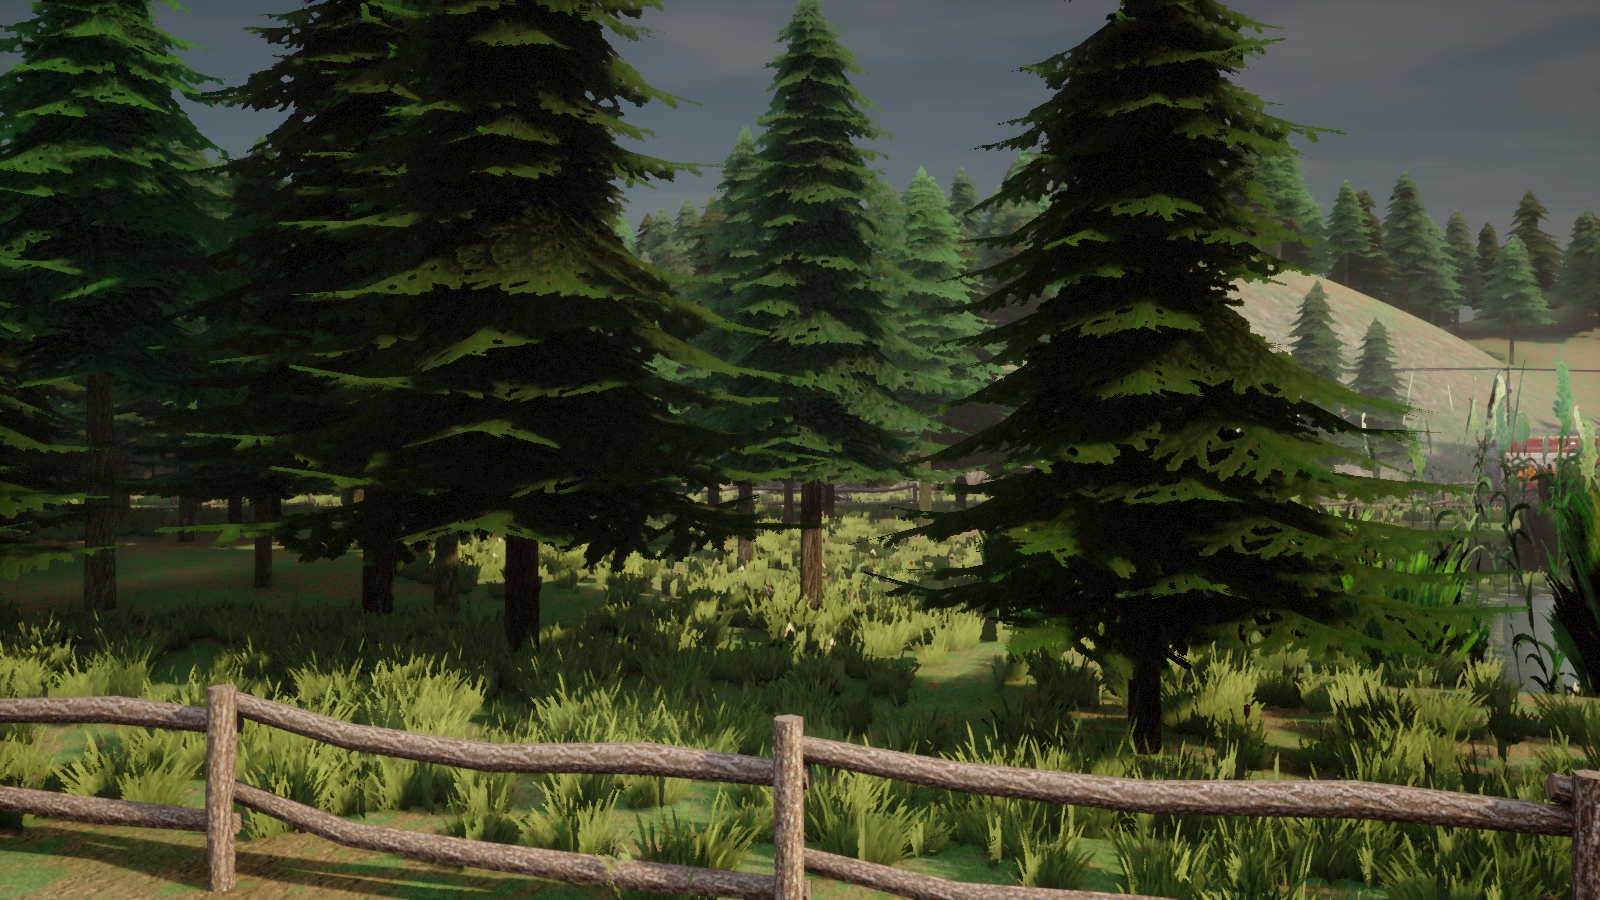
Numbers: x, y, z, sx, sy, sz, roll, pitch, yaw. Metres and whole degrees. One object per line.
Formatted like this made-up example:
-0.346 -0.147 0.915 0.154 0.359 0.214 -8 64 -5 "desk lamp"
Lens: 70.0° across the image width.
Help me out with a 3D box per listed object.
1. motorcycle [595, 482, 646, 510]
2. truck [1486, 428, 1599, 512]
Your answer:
-8.486 2.178 54.103 2.209 1.251 0.867 0 0 14 "motorcycle"
37.260 0.890 53.410 8.468 3.827 2.891 0 0 8 "truck"
